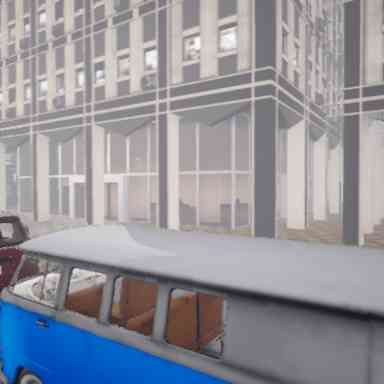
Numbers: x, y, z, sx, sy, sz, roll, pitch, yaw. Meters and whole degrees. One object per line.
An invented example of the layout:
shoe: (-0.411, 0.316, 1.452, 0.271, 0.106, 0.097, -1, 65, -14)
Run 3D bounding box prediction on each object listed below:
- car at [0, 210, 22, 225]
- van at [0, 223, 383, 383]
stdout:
car: (-4.864, 1.222, 6.089, 5.009, 1.841, 2.192, 0, 1, 33)
van: (-0.093, 1.282, 2.972, 3.998, 1.788, 1.690, 0, 1, 33)
